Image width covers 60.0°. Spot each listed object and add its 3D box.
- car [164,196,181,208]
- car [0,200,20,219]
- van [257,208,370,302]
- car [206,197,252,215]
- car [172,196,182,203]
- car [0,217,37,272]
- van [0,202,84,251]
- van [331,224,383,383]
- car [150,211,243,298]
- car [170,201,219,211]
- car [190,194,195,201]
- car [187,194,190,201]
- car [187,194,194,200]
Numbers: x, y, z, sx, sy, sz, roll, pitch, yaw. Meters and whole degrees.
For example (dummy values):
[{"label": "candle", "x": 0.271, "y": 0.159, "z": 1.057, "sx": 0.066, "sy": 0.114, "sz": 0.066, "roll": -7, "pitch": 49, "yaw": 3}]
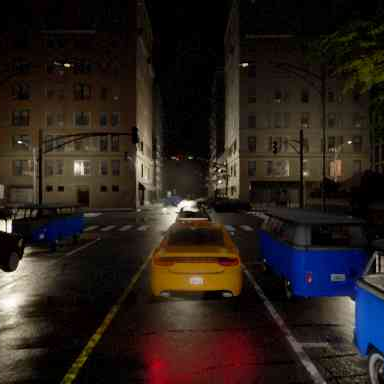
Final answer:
[{"label": "car", "x": -3.055, "y": 1.463, "z": 48.954, "sx": 1.882, "sy": 1.535, "sz": 5.008, "roll": 0, "pitch": 0, "yaw": 0}, {"label": "car", "x": -17.904, "y": 1.487, "z": 28.880, "sx": 4.902, "sy": 1.511, "sz": 2.128, "roll": 0, "pitch": 0, "yaw": -1}, {"label": "van", "x": 2.704, "y": 1.340, "z": 7.989, "sx": 1.690, "sy": 1.788, "sz": 3.998, "roll": 0, "pitch": 0, "yaw": 0}, {"label": "car", "x": 3.353, "y": 1.480, "z": 32.525, "sx": 4.902, "sy": 1.511, "sz": 2.128, "roll": 0, "pitch": 0, "yaw": 0}, {"label": "car", "x": -3.159, "y": 1.523, "z": 70.947, "sx": 2.033, "sy": 1.411, "sz": 5.357, "roll": 0, "pitch": 0, "yaw": -1}, {"label": "car", "x": -5.823, "y": 1.544, "z": 8.016, "sx": 1.887, "sy": 1.381, "sz": 4.507, "roll": 0, "pitch": 0, "yaw": 0}, {"label": "van", "x": -5.798, "y": 1.338, "z": 13.676, "sx": 1.690, "sy": 1.788, "sz": 3.998, "roll": 0, "pitch": 0, "yaw": 0}, {"label": "van", "x": 2.679, "y": 1.341, "z": 2.331, "sx": 1.690, "sy": 1.788, "sz": 3.998, "roll": 0, "pitch": 0, "yaw": 0}, {"label": "car", "x": 0.113, "y": 1.477, "z": 8.576, "sx": 1.882, "sy": 1.535, "sz": 5.008, "roll": 0, "pitch": 0, "yaw": 1}, {"label": "car", "x": 0.074, "y": 1.486, "z": 17.995, "sx": 2.128, "sy": 1.511, "sz": 4.902, "roll": 0, "pitch": 0, "yaw": 0}, {"label": "car", "x": 2.520, "y": 1.350, "z": 37.806, "sx": 4.553, "sy": 1.767, "sz": 2.097, "roll": 0, "pitch": 0, "yaw": 30}, {"label": "car", "x": -0.228, "y": 1.572, "z": 78.833, "sx": 1.895, "sy": 1.301, "sz": 4.718, "roll": 0, "pitch": 0, "yaw": -1}, {"label": "car", "x": -0.317, "y": 1.321, "z": 88.806, "sx": 1.837, "sy": 1.490, "sz": 4.892, "roll": 0, "pitch": 0, "yaw": -1}]
